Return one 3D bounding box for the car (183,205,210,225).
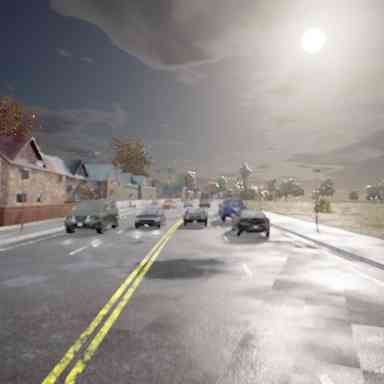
[{"bbox_3d":[0.355,1.992,27.410,1.895,1.301,4.718,0,-1,3],"label":"car"}]

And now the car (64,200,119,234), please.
[{"bbox_3d":[-6.307,1.531,21.697,2.150,2.045,5.566,0,-1,1],"label":"car"}]

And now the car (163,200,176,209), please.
[{"bbox_3d":[-4.330,2.272,62.400,2.097,1.767,4.553,0,-1,4],"label":"car"}]

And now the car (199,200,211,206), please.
[{"bbox_3d":[2.514,2.320,66.465,2.097,1.767,4.553,0,-1,5],"label":"car"}]

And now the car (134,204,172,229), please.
[{"bbox_3d":[-2.972,1.904,24.921,2.033,1.411,5.357,0,-1,2],"label":"car"}]

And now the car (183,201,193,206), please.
[{"bbox_3d":[-0.698,2.528,67.283,1.812,1.442,4.674,0,-1,4],"label":"car"}]

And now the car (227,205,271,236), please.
[{"bbox_3d":[3.501,1.769,20.465,1.882,1.535,5.008,0,-1,1],"label":"car"}]

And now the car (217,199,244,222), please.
[{"bbox_3d":[3.828,1.670,31.437,2.150,2.045,5.566,0,-1,2],"label":"car"}]

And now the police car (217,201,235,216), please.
[{"bbox_3d":[4.289,2.034,42.448,1.930,1.638,5.238,0,-1,3],"label":"police car"}]

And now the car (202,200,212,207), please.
[{"bbox_3d":[3.564,2.706,79.510,2.033,1.411,5.357,0,-1,5],"label":"car"}]
